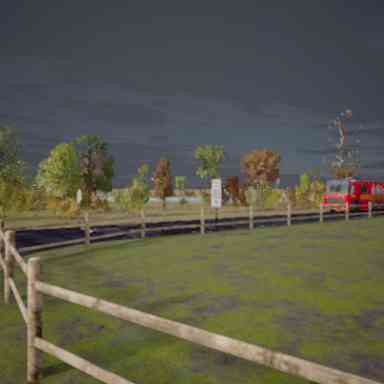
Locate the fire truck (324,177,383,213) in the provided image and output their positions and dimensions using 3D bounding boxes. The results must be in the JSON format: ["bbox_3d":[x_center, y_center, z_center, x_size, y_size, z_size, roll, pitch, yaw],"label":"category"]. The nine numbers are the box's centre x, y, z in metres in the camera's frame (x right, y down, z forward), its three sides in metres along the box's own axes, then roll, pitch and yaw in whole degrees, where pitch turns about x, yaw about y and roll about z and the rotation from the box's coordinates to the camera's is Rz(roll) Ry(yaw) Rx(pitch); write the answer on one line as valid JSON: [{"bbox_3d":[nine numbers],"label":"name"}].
[{"bbox_3d":[18.437,0.339,37.463,8.468,3.827,2.891,0,1,-37],"label":"fire truck"}]
